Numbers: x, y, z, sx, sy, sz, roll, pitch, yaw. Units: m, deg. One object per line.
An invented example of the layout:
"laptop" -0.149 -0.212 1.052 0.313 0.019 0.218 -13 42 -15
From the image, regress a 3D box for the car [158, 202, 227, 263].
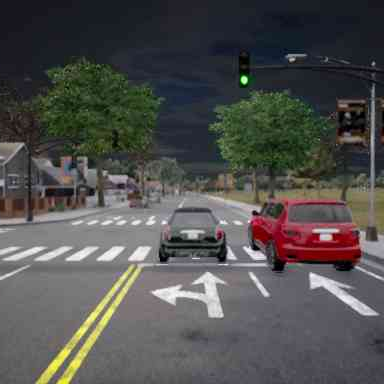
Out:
"car" 0.032 1.313 11.967 2.097 1.767 4.553 0 0 0

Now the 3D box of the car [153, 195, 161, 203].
"car" -6.702 1.310 60.146 2.128 1.511 4.902 0 0 0

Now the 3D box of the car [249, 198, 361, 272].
"car" 3.279 1.188 10.786 2.150 2.045 5.566 0 0 0

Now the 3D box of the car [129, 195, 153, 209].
"car" -6.709 1.217 43.022 2.097 1.767 4.553 0 0 0
